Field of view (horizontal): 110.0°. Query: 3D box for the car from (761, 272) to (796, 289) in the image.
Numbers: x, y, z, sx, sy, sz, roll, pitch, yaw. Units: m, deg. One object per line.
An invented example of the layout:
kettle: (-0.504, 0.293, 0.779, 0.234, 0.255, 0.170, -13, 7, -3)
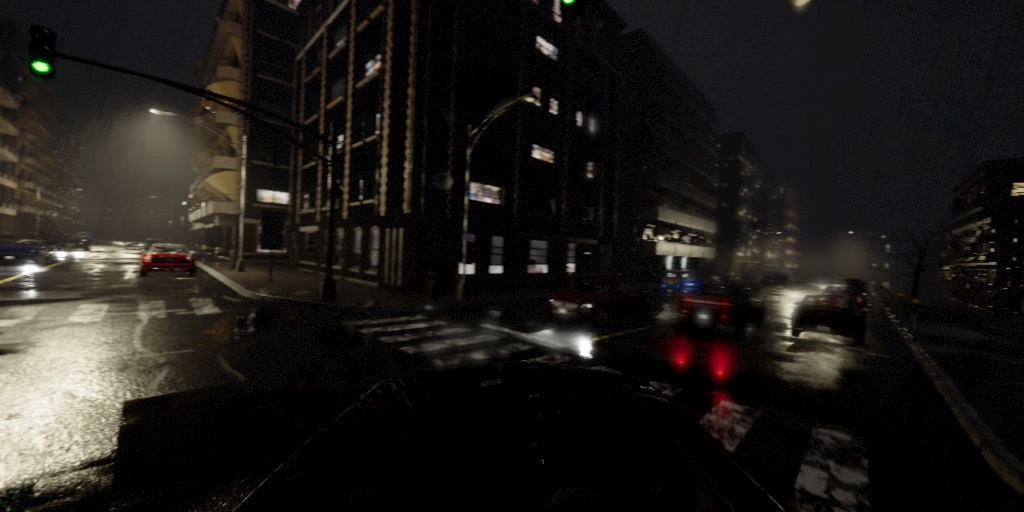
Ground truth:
car: (28.295, 2.506, 38.240, 2.097, 1.767, 4.553, 3, 0, 44)

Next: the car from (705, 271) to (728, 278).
car: (15.705, 2.226, 29.233, 1.967, 1.591, 4.097, 0, 0, 44)

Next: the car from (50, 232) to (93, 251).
car: (-42.491, -1.287, 34.909, 2.128, 1.511, 4.902, 2, 1, -45)

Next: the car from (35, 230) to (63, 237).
car: (-51.111, -1.935, 39.686, 5.009, 1.841, 2.192, 0, 0, 45)

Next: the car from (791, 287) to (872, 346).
car: (10.384, 1.938, 11.764, 2.007, 1.370, 4.403, 0, 0, 44)

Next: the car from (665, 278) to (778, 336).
car: (7.518, 1.727, 12.637, 2.128, 1.511, 4.902, 3, 0, 44)

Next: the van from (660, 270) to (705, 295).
van: (11.936, 1.895, 25.363, 1.690, 1.789, 3.998, 0, 0, 44)

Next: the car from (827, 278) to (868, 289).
car: (17.921, 2.291, 19.505, 1.967, 1.591, 4.097, 0, 0, 44)

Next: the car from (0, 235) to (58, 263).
car: (-28.357, -0.321, 20.711, 1.895, 1.301, 4.718, 2, 1, -45)

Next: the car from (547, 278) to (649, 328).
car: (3.237, 1.522, 12.716, 4.674, 1.442, 1.812, 3, 0, -45)

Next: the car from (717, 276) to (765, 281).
car: (17.356, 2.465, 27.174, 1.895, 1.301, 4.718, 3, 0, 44)

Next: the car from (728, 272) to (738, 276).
car: (19.474, 2.333, 33.103, 2.192, 1.841, 5.009, 0, 0, 44)

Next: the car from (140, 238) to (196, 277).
car: (-17.060, 0.097, 17.755, 4.097, 1.591, 1.967, 0, 0, 45)

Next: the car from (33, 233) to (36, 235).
car: (-39.082, -0.958, 27.706, 4.313, 1.339, 1.948, 0, 0, 45)
